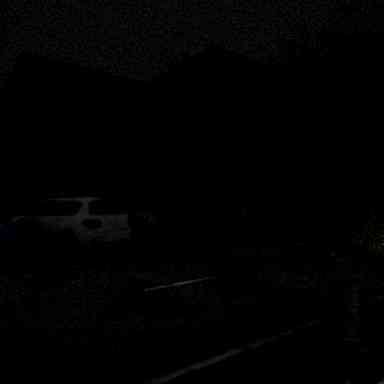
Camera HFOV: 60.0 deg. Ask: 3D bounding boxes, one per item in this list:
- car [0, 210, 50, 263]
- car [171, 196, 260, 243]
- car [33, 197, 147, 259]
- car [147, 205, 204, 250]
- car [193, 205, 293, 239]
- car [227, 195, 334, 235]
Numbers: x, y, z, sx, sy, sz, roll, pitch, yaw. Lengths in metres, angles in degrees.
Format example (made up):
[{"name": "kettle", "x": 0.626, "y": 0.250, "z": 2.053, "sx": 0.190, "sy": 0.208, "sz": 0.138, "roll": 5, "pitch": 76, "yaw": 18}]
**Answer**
[{"name": "car", "x": -7.158, "y": 1.463, "z": 10.887, "sx": 5.008, "sy": 1.535, "sz": 2.097, "roll": -1, "pitch": -1, "yaw": 35}, {"name": "car", "x": 0.161, "y": 1.216, "z": 16.125, "sx": 5.566, "sy": 2.045, "sz": 2.435, "roll": -1, "pitch": -1, "yaw": 35}, {"name": "car", "x": -4.735, "y": 1.213, "z": 12.641, "sx": 5.566, "sy": 2.045, "sz": 2.435, "roll": -1, "pitch": -1, "yaw": 35}, {"name": "car", "x": -2.261, "y": 1.465, "z": 14.372, "sx": 5.008, "sy": 1.535, "sz": 2.097, "roll": -1, "pitch": -1, "yaw": 35}, {"name": "car", "x": 2.663, "y": 1.497, "z": 17.840, "sx": 4.792, "sy": 1.488, "sz": 2.163, "roll": -1, "pitch": -1, "yaw": 35}, {"name": "car", "x": 5.111, "y": 1.218, "z": 19.588, "sx": 5.566, "sy": 2.045, "sz": 2.435, "roll": -1, "pitch": -1, "yaw": 35}]
